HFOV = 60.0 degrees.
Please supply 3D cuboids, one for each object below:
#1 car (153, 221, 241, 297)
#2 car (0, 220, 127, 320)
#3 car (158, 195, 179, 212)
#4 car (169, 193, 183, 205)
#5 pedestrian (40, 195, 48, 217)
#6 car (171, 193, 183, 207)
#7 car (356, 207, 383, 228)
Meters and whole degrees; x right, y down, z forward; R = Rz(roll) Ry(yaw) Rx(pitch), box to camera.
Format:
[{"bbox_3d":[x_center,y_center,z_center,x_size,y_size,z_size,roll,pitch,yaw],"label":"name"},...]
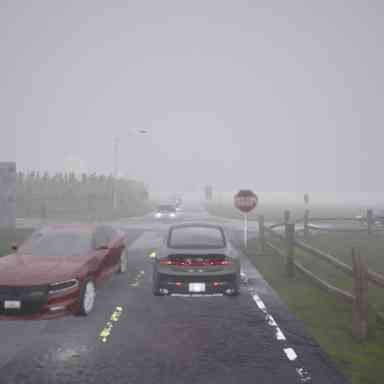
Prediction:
[{"bbox_3d":[0.094,1.507,8.586,1.837,1.490,4.892,0,0,0],"label":"car"},{"bbox_3d":[-2.798,1.479,7.676,1.882,1.535,5.008,0,0,0],"label":"car"},{"bbox_3d":[-2.885,1.483,38.734,1.882,1.535,5.008,0,0,0],"label":"car"},{"bbox_3d":[-2.885,1.230,59.684,2.150,2.045,5.566,0,0,1],"label":"car"},{"bbox_3d":[-12.195,1.140,27.240,0.375,1.860,0.375,0,-2,0],"label":"pedestrian"},{"bbox_3d":[-2.888,1.359,49.020,2.097,1.767,4.553,0,0,0],"label":"car"},{"bbox_3d":[14.614,1.795,24.328,4.902,1.511,2.128,1,-1,0],"label":"car"}]
